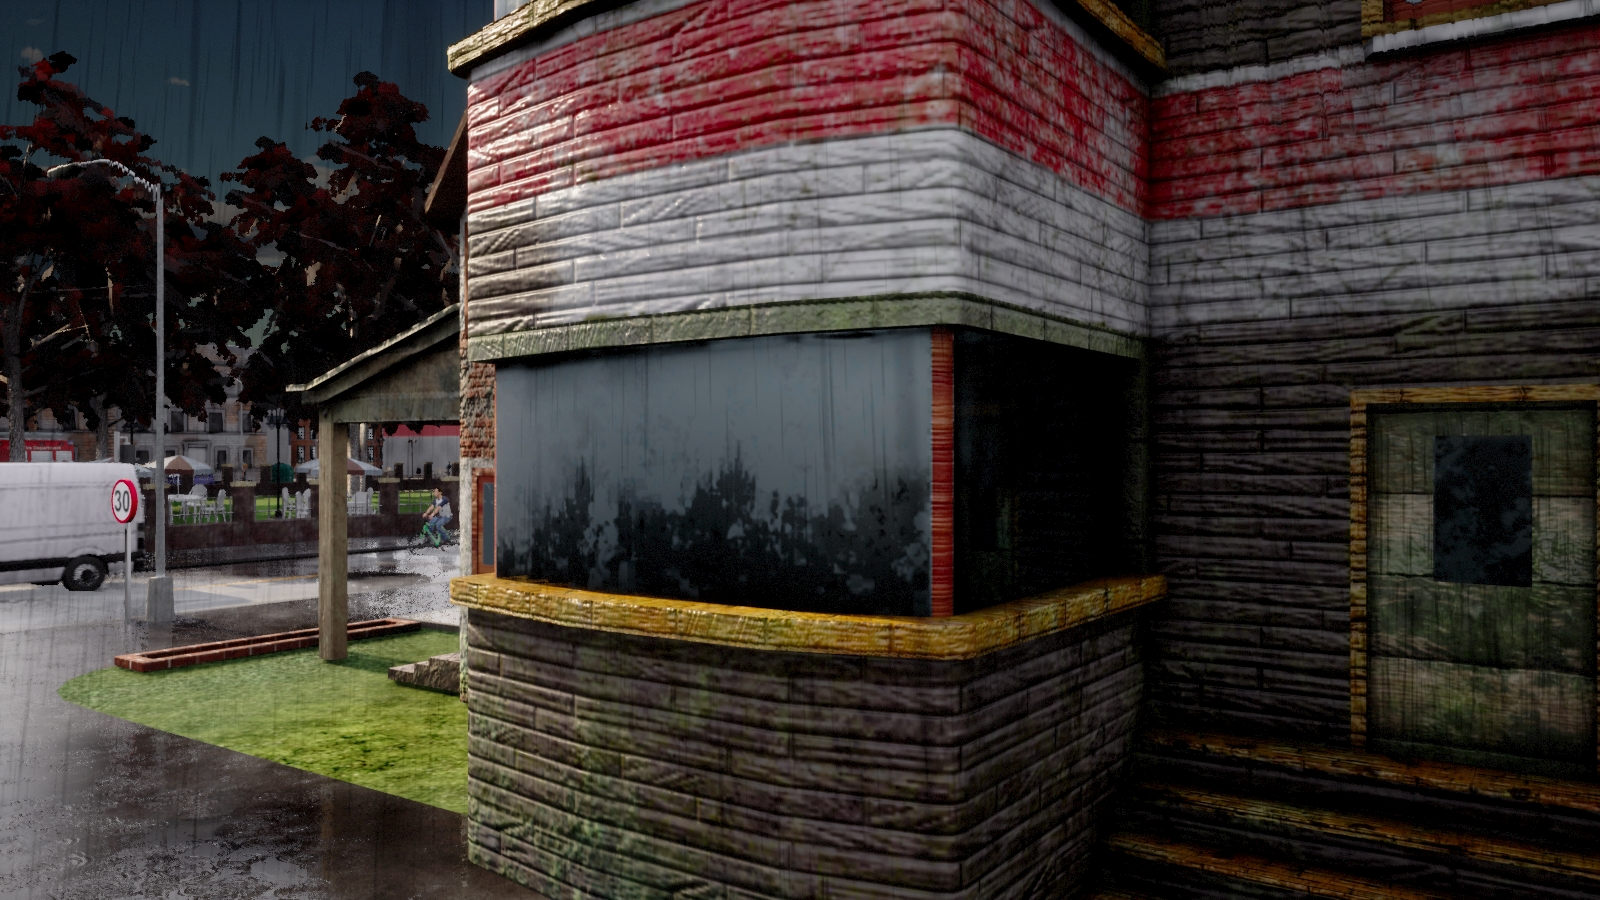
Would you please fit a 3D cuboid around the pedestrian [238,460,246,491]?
[{"bbox_3d":[-33.320,1.524,68.227,0.375,1.860,0.375,0,0,-38],"label":"pedestrian"}]

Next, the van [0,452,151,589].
[{"bbox_3d":[-15.848,1.315,21.637,1.988,2.561,5.915,0,0,35],"label":"van"}]
